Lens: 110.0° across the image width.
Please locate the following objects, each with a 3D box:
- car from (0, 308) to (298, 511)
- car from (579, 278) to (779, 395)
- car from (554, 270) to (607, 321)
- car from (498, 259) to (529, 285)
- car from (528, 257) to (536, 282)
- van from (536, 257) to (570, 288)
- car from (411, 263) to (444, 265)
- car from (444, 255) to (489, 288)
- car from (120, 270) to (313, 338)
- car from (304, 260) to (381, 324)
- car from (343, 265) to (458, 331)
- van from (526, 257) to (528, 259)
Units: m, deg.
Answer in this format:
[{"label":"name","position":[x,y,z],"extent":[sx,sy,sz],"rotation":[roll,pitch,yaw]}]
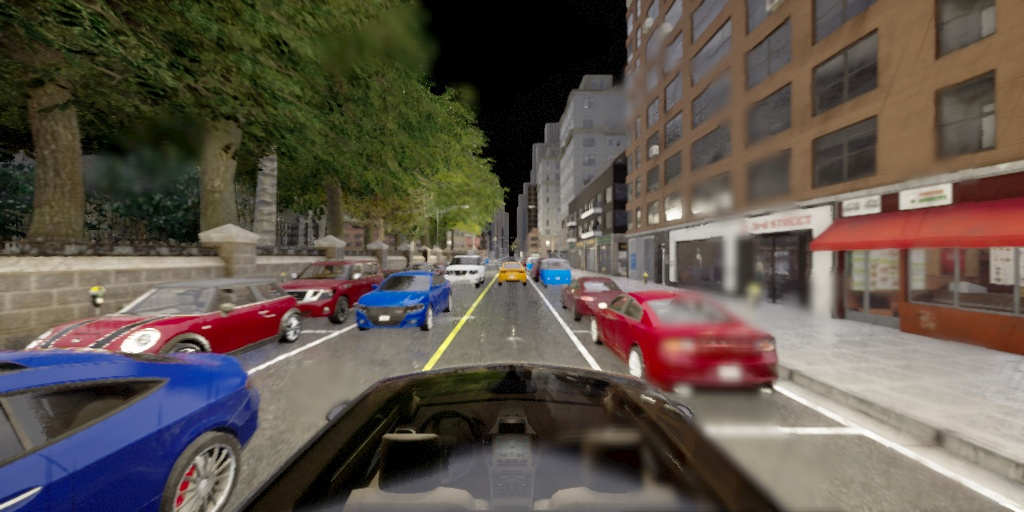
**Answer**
[{"label":"car","position":[-3.100,1.276,1.315],"extent":[1.812,1.442,4.674],"rotation":[0,0,0]},{"label":"car","position":[2.668,1.289,6.620],"extent":[1.888,1.381,4.507],"rotation":[0,0,0]},{"label":"car","position":[2.668,1.320,12.028],"extent":[1.802,1.307,4.207],"rotation":[0,0,0]},{"label":"car","position":[0.045,1.200,25.709],"extent":[1.882,1.535,5.008],"rotation":[0,0,1]},{"label":"car","position":[2.668,1.034,28.253],"extent":[2.192,1.841,5.009],"rotation":[0,0,0]},{"label":"van","position":[2.668,1.066,22.845],"extent":[1.690,1.789,3.998],"rotation":[0,0,0]},{"label":"car","position":[-5.857,1.165,22.857],"extent":[1.967,1.591,4.097],"rotation":[0,0,0]},{"label":"car","position":[-3.000,0.949,23.763],"extent":[2.150,2.045,5.566],"rotation":[0,0,0]},{"label":"car","position":[-5.858,1.184,6.635],"extent":[1.967,1.591,4.097],"rotation":[0,0,0]},{"label":"car","position":[-5.858,1.053,12.042],"extent":[2.192,1.841,5.009],"rotation":[0,0,0]},{"label":"car","position":[-3.091,1.217,11.203],"extent":[1.882,1.535,5.008],"rotation":[0,0,0]},{"label":"van","position":[2.668,1.048,39.069],"extent":[1.690,1.789,3.998],"rotation":[0,0,0]}]
